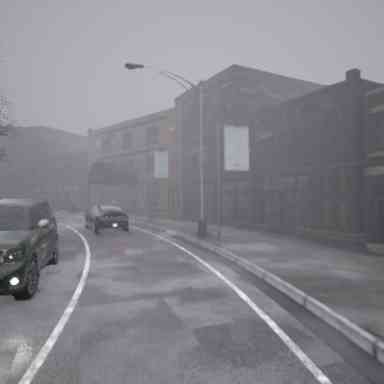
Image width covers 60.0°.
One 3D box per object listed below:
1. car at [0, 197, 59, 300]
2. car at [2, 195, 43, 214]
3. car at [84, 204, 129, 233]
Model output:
[{"bbox_3d":[-4.784,1.209,8.409,2.150,2.045,5.566,0,0,-14],"label":"car"},{"bbox_3d":[-17.414,1.256,34.117,4.553,1.767,2.097,0,0,39],"label":"car"},{"bbox_3d":[-5.050,1.453,19.361,1.837,1.490,4.892,1,0,-26],"label":"car"}]
